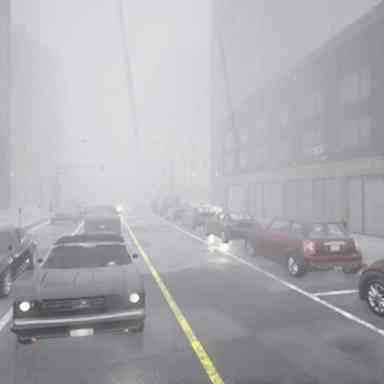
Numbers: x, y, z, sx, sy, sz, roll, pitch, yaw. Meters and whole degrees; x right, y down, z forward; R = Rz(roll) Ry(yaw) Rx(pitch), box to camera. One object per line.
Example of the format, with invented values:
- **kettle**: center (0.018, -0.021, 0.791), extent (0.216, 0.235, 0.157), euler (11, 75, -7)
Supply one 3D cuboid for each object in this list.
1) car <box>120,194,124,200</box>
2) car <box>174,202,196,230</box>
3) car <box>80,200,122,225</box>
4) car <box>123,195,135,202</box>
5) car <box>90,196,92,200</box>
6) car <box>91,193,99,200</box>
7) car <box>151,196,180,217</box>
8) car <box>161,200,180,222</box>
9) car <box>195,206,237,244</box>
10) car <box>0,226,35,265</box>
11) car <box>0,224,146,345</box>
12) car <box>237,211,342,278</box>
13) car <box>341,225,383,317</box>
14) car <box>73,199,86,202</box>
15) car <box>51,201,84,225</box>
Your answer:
- **car**: center (-17.763, 1.649, 90.480), extent (1.802, 1.307, 4.206), euler (0, 0, -16)
- **car**: center (0.447, 1.559, 21.058), extent (2.008, 1.369, 4.403), euler (0, 0, -14)
- **car**: center (-5.106, 1.483, 19.130), extent (1.882, 1.535, 5.008), euler (0, 0, -14)
- **car**: center (-14.735, 1.492, 79.583), extent (1.967, 1.590, 4.097), euler (0, 0, -16)
- **car**: center (-11.900, 1.449, 35.011), extent (1.967, 1.590, 4.097), euler (0, 0, -14)
- **car**: center (-25.979, 1.503, 88.206), extent (1.967, 1.590, 4.097), euler (0, 0, -16)
- **car**: center (-2.276, 1.327, 31.765), extent (2.192, 1.841, 5.009), euler (0, 0, -14)
- **car**: center (-0.915, 1.576, 26.411), extent (1.947, 1.339, 4.313), euler (0, 0, -14)
- **car**: center (1.808, 1.558, 15.705), extent (2.008, 1.369, 4.403), euler (0, 0, -14)
- **car**: center (-5.089, 1.567, 8.238), extent (1.947, 1.339, 4.313), euler (0, 0, -14)
- **car**: center (-2.048, 1.603, 6.663), extent (1.895, 1.301, 4.718), euler (0, 0, -14)
- **car**: center (3.170, 1.446, 10.352), extent (1.967, 1.590, 4.097), euler (0, 0, -14)
- **car**: center (4.532, 1.444, 4.999), extent (1.967, 1.590, 4.097), euler (0, 0, -14)
- **car**: center (-10.538, 1.573, 29.656), extent (1.947, 1.339, 4.313), euler (0, 0, -14)
- **car**: center (-9.176, 1.588, 24.302), extent (1.802, 1.307, 4.206), euler (0, 0, -14)
